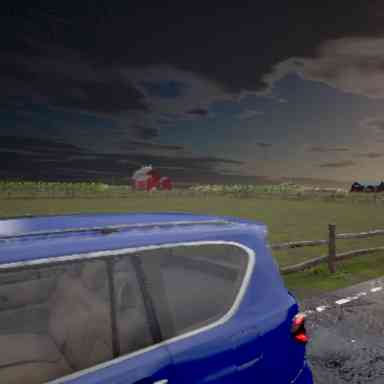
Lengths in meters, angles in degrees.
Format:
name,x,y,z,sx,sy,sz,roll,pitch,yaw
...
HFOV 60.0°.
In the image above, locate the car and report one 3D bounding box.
name,x,y,z,sx,sy,sz,roll,pitch,yaw
car,-1.667,1.218,1.855,5.566,2.045,2.150,-1,0,-35
